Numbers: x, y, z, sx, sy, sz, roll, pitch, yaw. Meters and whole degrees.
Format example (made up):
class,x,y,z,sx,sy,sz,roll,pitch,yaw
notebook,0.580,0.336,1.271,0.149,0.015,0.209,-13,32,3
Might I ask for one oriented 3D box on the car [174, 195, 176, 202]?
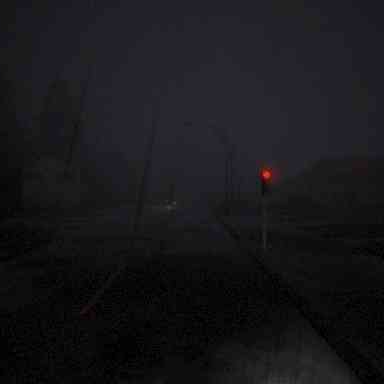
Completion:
class,x,y,z,sx,sy,sz,roll,pitch,yaw
car,-4.016,1.169,63.576,1.882,1.535,5.008,0,0,1

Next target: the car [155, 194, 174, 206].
class,x,y,z,sx,sy,sz,roll,pitch,yaw
car,-4.072,1.121,47.593,2.097,1.767,4.553,0,0,0
